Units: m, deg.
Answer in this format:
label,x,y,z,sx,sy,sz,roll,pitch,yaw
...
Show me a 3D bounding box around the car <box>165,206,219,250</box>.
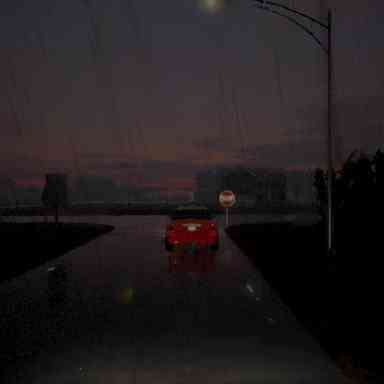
label,x,y,z,sx,sy,sz,roll,pitch,yaw
car,0.000,1.387,14.622,2.097,1.767,4.553,0,0,0
